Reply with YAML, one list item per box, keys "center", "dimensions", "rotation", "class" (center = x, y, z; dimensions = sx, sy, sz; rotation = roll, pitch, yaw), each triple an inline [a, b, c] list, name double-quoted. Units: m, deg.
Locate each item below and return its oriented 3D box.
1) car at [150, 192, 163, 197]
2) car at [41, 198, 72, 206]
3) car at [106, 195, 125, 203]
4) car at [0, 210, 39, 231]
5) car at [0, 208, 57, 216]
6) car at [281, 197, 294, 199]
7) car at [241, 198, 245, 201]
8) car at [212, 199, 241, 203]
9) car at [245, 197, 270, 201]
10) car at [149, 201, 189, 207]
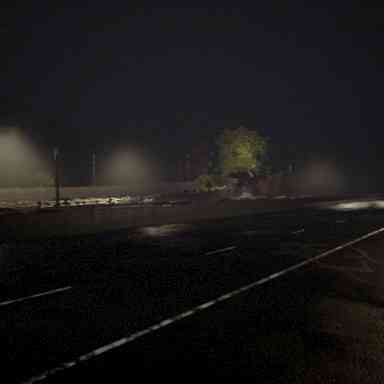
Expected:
- center: [-8.648, 0.768, 76.394]
  dimensions: [2.033, 1.411, 5.357]
  rotation: [-2, 2, 21]
  class: "car"
- center: [-19.112, 1.605, 46.952]
  dimensions: [2.097, 1.767, 4.553]
  rotation: [-2, 0, 17]
  class: "car"
- center: [-14.111, 1.414, 62.020]
  dimensions: [1.837, 1.490, 4.892]
  rotation: [-2, 1, 20]
  class: "car"
- center: [-14.183, 2.142, 24.775]
  dimensions: [1.895, 1.301, 4.718]
  rotation: [-2, -1, 41]
  class: "car"
- center: [-10.924, 1.965, 23.194]
  dimensions: [1.812, 1.442, 4.674]
  rotation: [-2, -1, 41]
  class: "car"
- center: [15.325, 1.511, 53.383]
  dimensions: [2.128, 1.511, 4.902]
  rotation: [-2, -1, 42]
  class: "car"
- center: [9.259, 1.707, 57.052]
  dimensions: [2.128, 1.511, 4.902]
  rotation: [-2, -1, 41]
  class: "car"
- center: [3.315, 1.698, 39.589]
  dimensions: [2.128, 1.511, 4.902]
  rotation: [-2, -1, 41]
  class: "car"
- center: [11.092, 1.612, 53.836]
  dimensions: [1.882, 1.535, 5.008]
  rotation: [-2, -1, 41]
  class: "car"
- center: [-2.105, 1.834, 38.695]
  dimensions: [2.128, 1.511, 4.902]
  rotation: [-2, -1, 41]
  class: "car"
